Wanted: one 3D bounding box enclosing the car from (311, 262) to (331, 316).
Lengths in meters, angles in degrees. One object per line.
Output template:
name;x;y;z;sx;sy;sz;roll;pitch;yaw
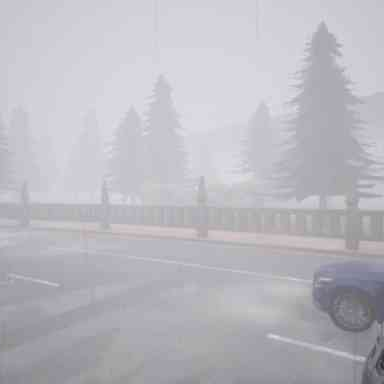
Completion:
car;4.273;1.496;5.053;4.674;1.442;1.812;0;0;36

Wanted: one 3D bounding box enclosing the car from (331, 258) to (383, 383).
car;3.732;1.204;1.232;5.566;2.045;2.150;0;0;36
